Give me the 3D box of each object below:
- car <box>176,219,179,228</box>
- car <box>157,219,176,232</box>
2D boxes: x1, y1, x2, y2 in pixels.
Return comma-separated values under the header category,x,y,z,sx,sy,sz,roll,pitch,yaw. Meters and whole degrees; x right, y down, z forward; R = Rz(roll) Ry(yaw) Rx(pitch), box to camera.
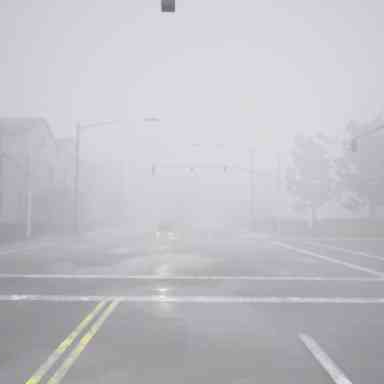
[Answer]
category,x,y,z,sx,sy,sz,roll,pitch,yaw
car,-3.533,5.636,60.593,2.097,1.767,4.553,0,-4,1
car,-3.582,4.500,44.391,1.882,1.535,5.008,0,-4,0
